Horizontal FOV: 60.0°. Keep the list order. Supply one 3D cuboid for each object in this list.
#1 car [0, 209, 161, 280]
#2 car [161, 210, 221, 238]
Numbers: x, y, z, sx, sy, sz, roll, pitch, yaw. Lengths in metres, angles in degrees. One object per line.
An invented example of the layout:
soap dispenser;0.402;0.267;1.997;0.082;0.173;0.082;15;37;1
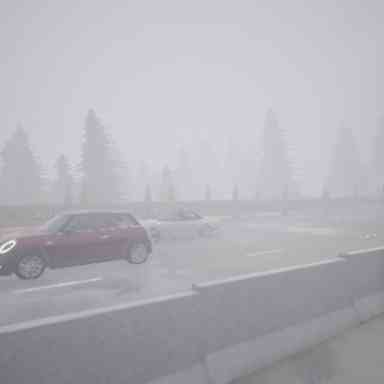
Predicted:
car;-3.540;1.352;10.059;4.553;1.767;2.097;0;0;-35
car;-0.973;1.585;16.193;4.718;1.301;1.895;0;0;-35
